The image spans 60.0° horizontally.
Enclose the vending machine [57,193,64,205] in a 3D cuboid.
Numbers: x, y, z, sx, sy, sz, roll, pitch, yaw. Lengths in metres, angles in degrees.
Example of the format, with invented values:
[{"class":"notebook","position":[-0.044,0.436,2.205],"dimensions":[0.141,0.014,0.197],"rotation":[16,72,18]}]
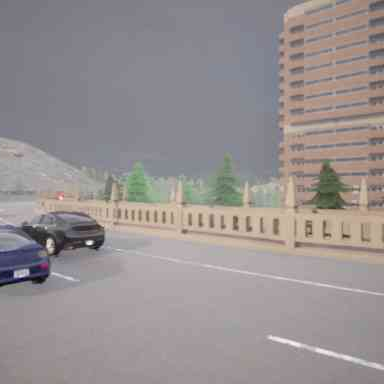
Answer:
[{"class":"vending machine","position":[-22.722,1.230,57.561],"dimensions":[1.100,2.100,0.880],"rotation":[0,0,-14]}]

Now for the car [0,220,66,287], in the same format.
[{"class":"car","position":[-5.301,1.530,8.449],"dimensions":[4.674,1.442,1.812],"rotation":[0,0,41]}]

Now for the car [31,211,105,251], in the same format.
[{"class":"car","position":[-5.348,1.514,13.229],"dimensions":[4.892,1.490,1.837],"rotation":[0,0,43]}]
